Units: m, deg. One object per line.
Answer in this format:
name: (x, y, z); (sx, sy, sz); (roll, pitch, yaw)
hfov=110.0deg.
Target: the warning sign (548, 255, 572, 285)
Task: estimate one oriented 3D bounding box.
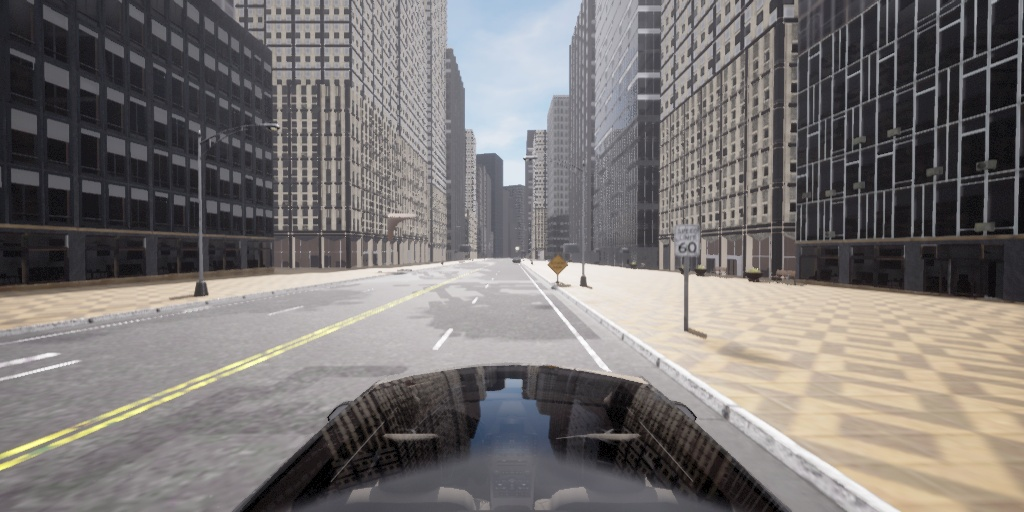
warning sign: (2.850, 0.834, 22.470); (1.300, 1.860, 1.060); (0, 0, 0)
